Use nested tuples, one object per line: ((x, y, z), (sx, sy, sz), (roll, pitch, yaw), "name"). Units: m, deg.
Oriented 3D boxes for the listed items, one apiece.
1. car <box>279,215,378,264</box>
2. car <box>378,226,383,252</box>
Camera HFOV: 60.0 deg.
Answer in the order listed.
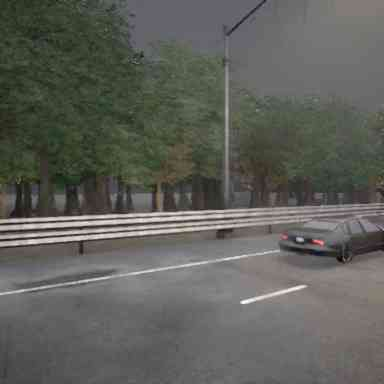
((5.445, 1.549, 11.932), (5.357, 1.411, 2.033), (0, 0, -36), "car")
((7.508, 1.550, 9.105), (5.357, 1.411, 2.033), (0, 0, -36), "car")
